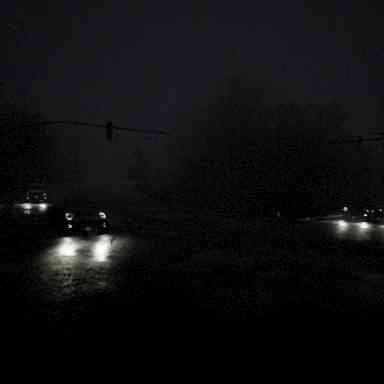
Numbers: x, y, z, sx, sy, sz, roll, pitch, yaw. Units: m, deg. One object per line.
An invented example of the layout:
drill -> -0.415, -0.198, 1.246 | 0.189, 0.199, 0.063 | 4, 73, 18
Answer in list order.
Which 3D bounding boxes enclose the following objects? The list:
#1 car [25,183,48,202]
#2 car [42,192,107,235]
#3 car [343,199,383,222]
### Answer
car -> -18.349, 0.047, 39.262 | 2.150, 2.045, 5.566 | 1, 3, -26
car -> -6.049, 1.096, 17.259 | 2.097, 1.767, 4.553 | 1, 0, -35
car -> 14.509, 1.433, 28.002 | 4.553, 1.767, 2.097 | 0, 1, -43
